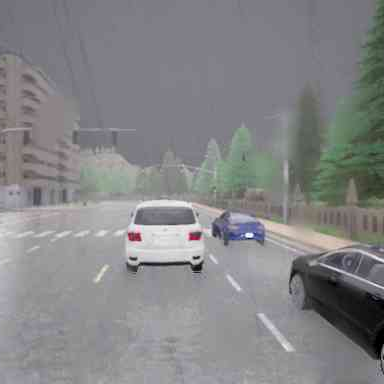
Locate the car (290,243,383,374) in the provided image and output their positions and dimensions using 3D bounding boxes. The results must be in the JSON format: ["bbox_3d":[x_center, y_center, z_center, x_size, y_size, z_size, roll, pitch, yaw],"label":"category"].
[{"bbox_3d":[3.036,1.521,5.021,2.128,1.511,4.902,0,0,-3],"label":"car"}]

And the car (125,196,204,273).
[{"bbox_3d":[-0.910,1.296,11.084,2.150,2.045,5.566,0,0,-5],"label":"car"}]

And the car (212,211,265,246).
[{"bbox_3d":[2.122,1.625,15.909,1.812,1.442,4.674,0,0,-5],"label":"car"}]

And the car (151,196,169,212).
[{"bbox_3d":[-4.212,1.504,43.880,2.150,2.045,5.566,0,0,-6],"label":"car"}]
